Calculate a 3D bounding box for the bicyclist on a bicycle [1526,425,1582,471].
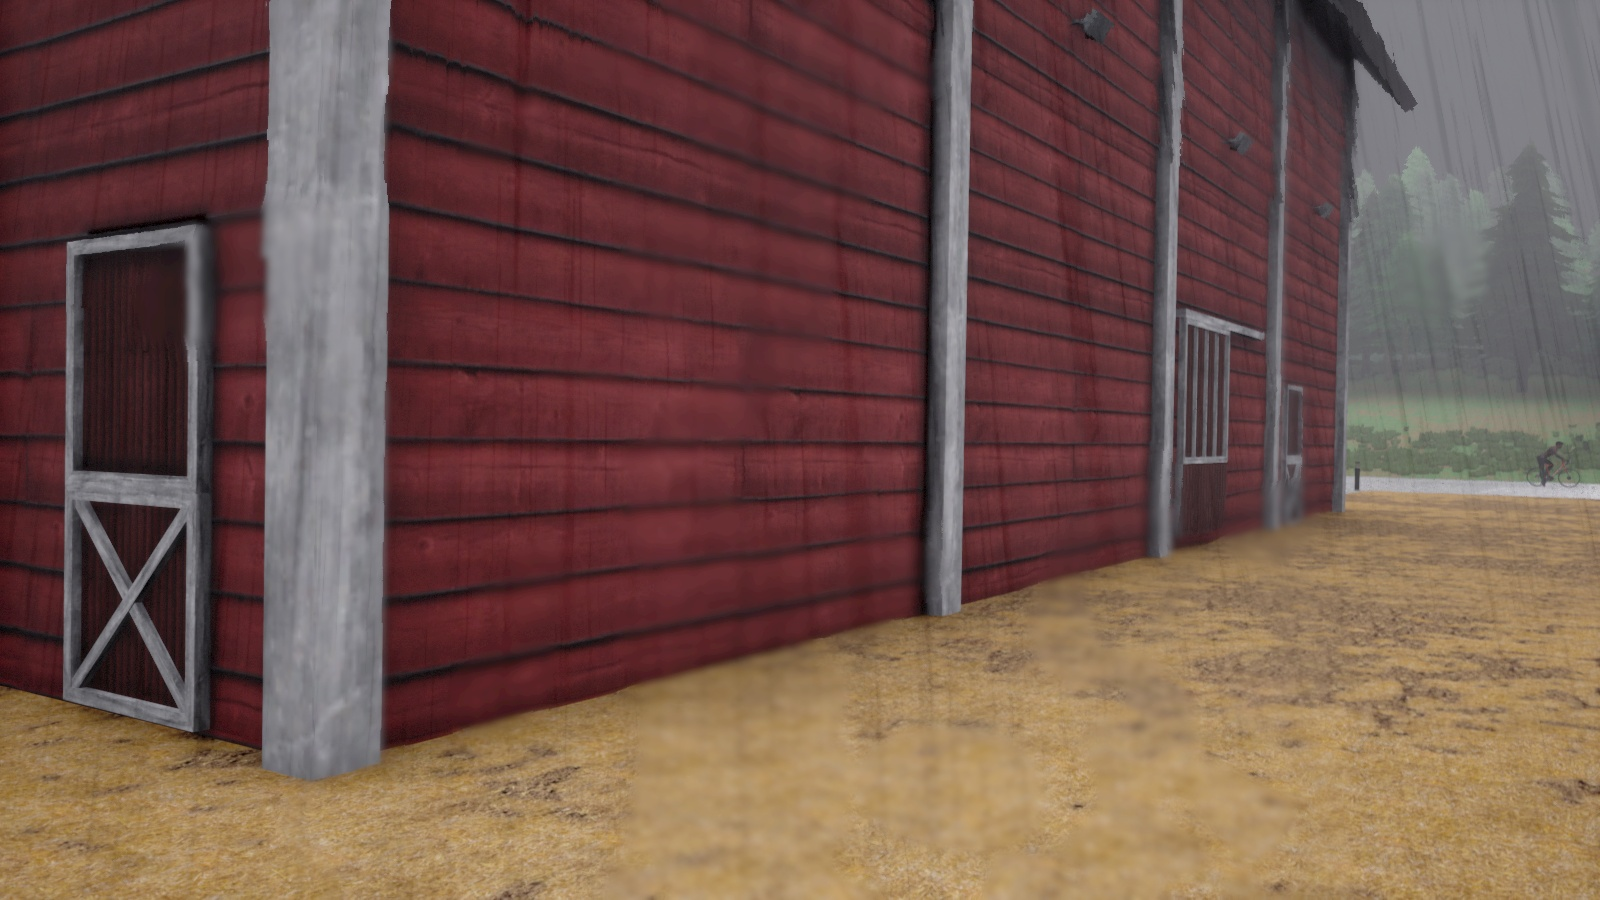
[{"bbox_3d":[26.670,-0.089,44.436,1.656,1.620,0.582,1,1,34],"label":"bicyclist on a bicycle"}]
